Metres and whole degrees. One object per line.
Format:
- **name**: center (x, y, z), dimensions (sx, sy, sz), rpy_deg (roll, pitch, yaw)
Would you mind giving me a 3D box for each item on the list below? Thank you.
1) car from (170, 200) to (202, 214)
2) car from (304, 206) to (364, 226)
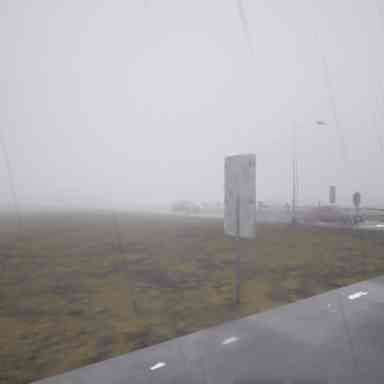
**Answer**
- **car**: center (-0.757, 1.768, 40.849), dimensions (2.097, 1.767, 4.553), rpy_deg (0, -1, -35)
- **car**: center (10.554, 1.732, 24.960), dimensions (1.994, 1.385, 4.181), rpy_deg (0, 0, -35)
